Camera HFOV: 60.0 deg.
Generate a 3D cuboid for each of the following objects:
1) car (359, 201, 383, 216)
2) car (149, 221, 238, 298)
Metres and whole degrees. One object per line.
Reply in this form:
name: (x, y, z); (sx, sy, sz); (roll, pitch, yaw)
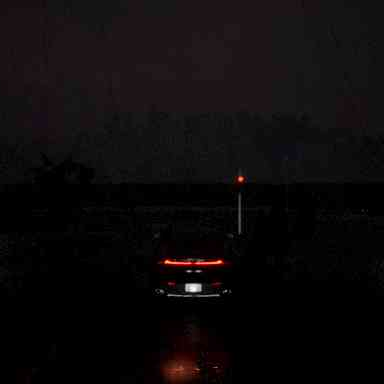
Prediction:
car: (18.244, 1.562, 31.591); (4.181, 1.385, 1.994); (0, 0, 0)
car: (0.053, 1.505, 8.512); (1.837, 1.490, 4.892); (0, 0, 1)
